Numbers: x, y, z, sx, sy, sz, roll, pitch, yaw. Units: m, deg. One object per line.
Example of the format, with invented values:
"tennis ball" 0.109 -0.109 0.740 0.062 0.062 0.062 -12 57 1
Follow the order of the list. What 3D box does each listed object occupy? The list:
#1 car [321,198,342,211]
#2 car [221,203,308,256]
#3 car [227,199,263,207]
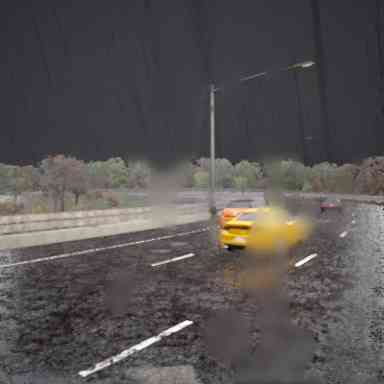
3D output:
"car" 15.102 1.311 36.131 1.994 1.385 4.181 0 0 21
"car" 2.979 1.393 12.883 1.882 1.535 5.008 0 0 35
"car" 3.549 1.226 20.185 2.097 1.767 4.553 0 0 32
